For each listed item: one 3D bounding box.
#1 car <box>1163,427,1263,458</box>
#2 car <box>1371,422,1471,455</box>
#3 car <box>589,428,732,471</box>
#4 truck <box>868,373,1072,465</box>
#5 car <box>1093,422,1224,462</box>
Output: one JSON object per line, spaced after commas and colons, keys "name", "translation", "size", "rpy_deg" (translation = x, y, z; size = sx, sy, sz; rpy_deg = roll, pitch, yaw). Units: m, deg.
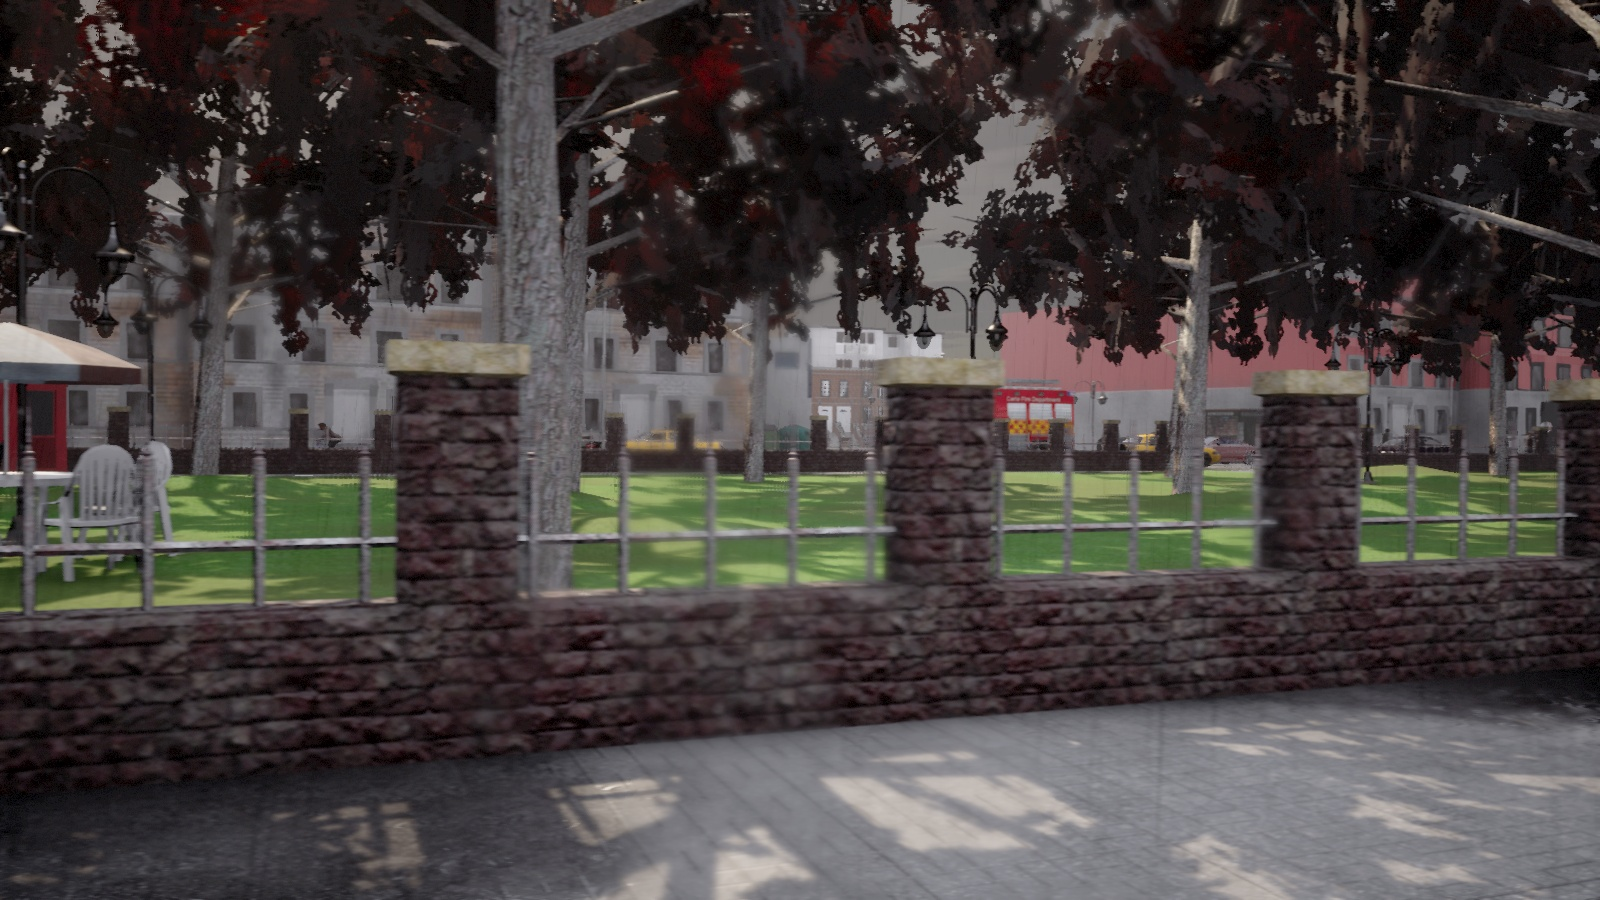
{"name": "car", "translation": [19.614, -0.382, 59.638], "size": [4.181, 1.385, 1.994], "rpy_deg": [-1, 1, -21]}
{"name": "car", "translation": [29.168, -0.538, 58.983], "size": [4.193, 1.474, 1.816], "rpy_deg": [-1, 1, -21]}
{"name": "car", "translation": [-5.549, -0.038, 50.087], "size": [5.366, 1.575, 1.801], "rpy_deg": [-1, 1, -21]}
{"name": "truck", "translation": [7.455, -1.384, 55.016], "size": [8.468, 3.827, 2.891], "rpy_deg": [-1, 1, -21]}
{"name": "car", "translation": [15.343, -0.355, 53.742], "size": [5.366, 1.575, 1.801], "rpy_deg": [-1, 1, -21]}
